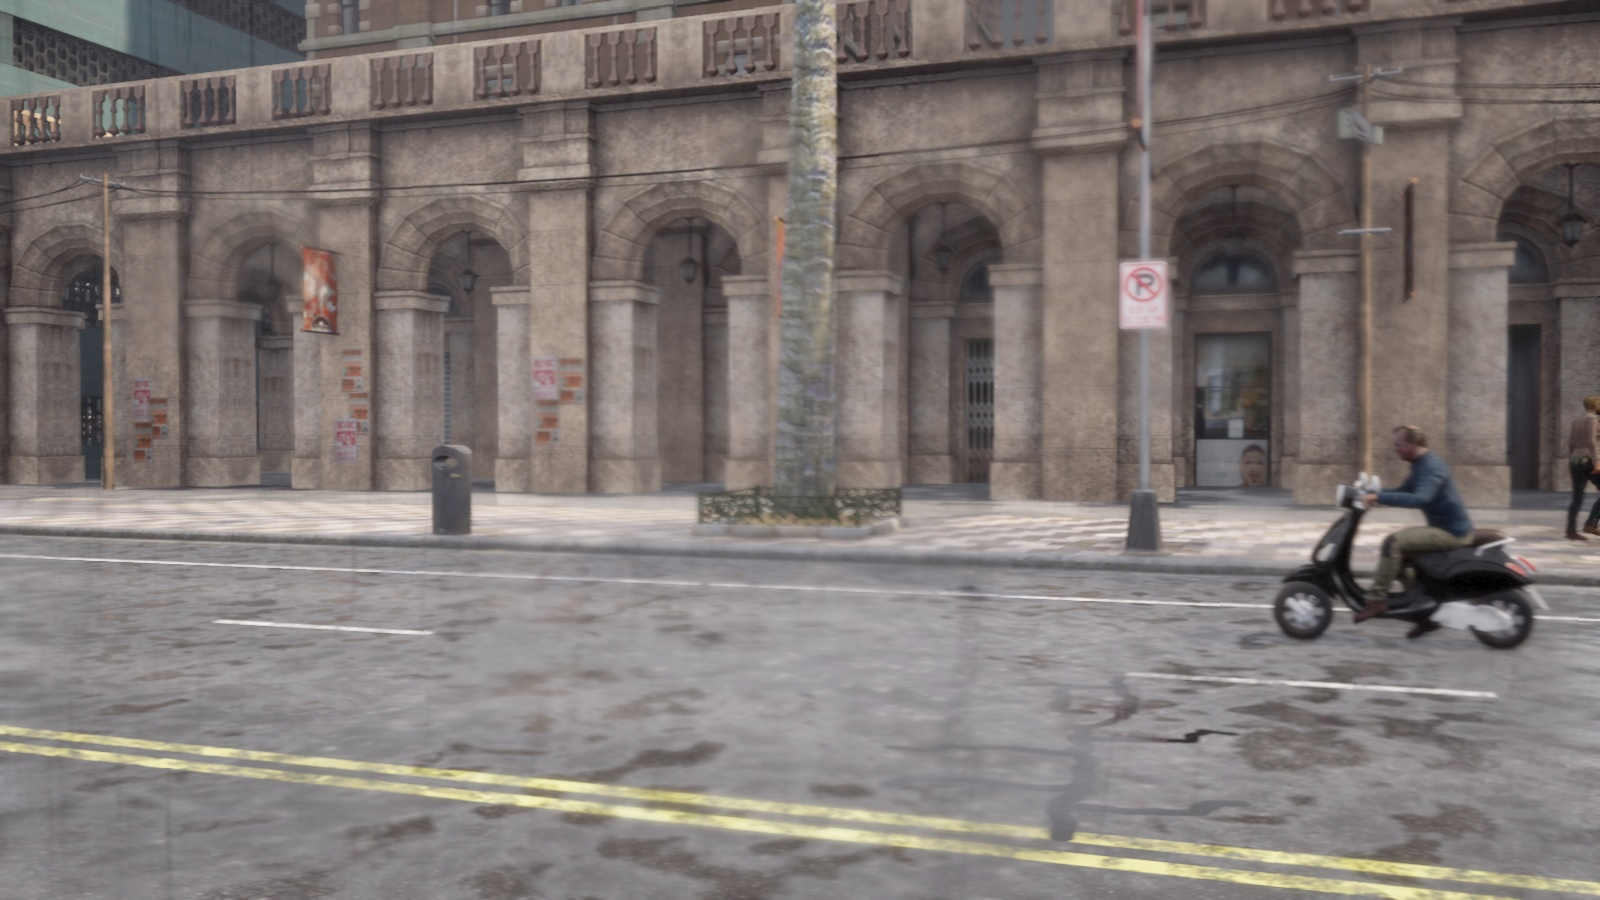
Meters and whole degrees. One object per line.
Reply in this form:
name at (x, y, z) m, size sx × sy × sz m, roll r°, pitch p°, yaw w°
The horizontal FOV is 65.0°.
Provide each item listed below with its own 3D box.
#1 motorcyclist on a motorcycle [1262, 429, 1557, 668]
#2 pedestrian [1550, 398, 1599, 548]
motorcyclist on a motorcycle at (4.340, 0.651, 9.116) m, size 1.817 × 1.590 × 0.866 m, roll 1°, pitch 1°, yaw 19°
pedestrian at (9.771, 0.276, 15.632) m, size 0.634 × 1.846 × 0.331 m, roll 0°, pitch 1°, yaw 4°
